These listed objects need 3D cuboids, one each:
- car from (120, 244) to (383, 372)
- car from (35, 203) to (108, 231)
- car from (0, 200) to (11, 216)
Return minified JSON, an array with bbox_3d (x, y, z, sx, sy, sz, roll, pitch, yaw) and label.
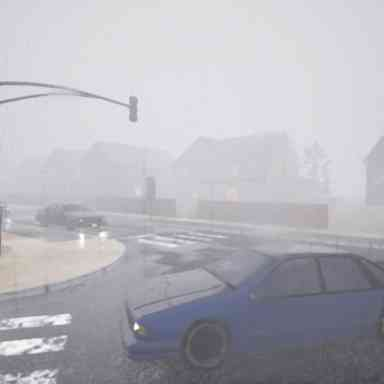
[{"bbox_3d":[1.569,1.623,5.518,5.357,1.411,2.033,0,-1,-15],"label":"car"},{"bbox_3d":[-7.115,1.345,19.212,5.357,1.411,2.033,1,0,41],"label":"car"},{"bbox_3d":[-16.516,1.172,27.014,4.892,1.490,1.837,3,1,39],"label":"car"}]
